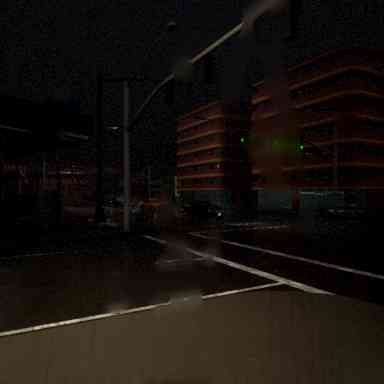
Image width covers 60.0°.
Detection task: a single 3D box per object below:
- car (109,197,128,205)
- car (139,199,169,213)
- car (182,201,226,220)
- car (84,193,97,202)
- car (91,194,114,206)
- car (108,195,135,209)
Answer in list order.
[{"bbox_3d":[-13.157,1.601,59.252,1.895,1.301,4.718,0,0,-30],"label":"car"},{"bbox_3d":[-4.231,1.478,36.778,1.882,1.535,5.008,0,0,-30],"label":"car"},{"bbox_3d":[0.897,1.491,28.056,2.128,1.511,4.902,0,0,-30],"label":"car"},{"bbox_3d":[-23.459,1.355,76.571,2.097,1.767,4.553,0,0,-30],"label":"car"},{"bbox_3d":[-14.520,1.504,54.376,1.837,1.490,4.892,0,0,-29],"label":"car"},{"bbox_3d":[-9.292,1.492,45.392,2.128,1.511,4.902,0,0,-30],"label":"car"}]
